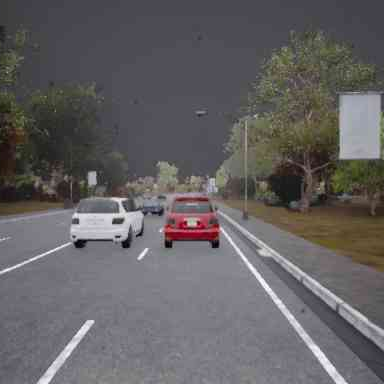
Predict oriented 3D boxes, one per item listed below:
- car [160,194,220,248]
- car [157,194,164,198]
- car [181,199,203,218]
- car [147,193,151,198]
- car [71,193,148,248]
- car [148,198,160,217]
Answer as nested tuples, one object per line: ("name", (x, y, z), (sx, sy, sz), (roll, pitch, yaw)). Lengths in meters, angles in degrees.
("car", (0.000, 1.221, 14.704), (2.150, 2.045, 5.566), (0, 0, 0))
("car", (-7.000, 1.179, 76.642), (1.895, 1.301, 4.718), (0, 0, 0))
("car", (0.000, 1.422, 29.674), (1.812, 1.442, 4.674), (0, 0, 0))
("car", (-10.500, 1.083, 76.671), (1.837, 1.490, 4.892), (0, 0, 0))
("car", (-3.500, 1.221, 14.704), (2.150, 2.045, 5.566), (0, 0, 0))
("car", (-3.500, 1.505, 29.704), (1.895, 1.301, 4.718), (0, 0, 0))
